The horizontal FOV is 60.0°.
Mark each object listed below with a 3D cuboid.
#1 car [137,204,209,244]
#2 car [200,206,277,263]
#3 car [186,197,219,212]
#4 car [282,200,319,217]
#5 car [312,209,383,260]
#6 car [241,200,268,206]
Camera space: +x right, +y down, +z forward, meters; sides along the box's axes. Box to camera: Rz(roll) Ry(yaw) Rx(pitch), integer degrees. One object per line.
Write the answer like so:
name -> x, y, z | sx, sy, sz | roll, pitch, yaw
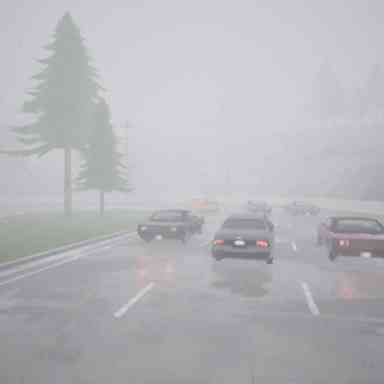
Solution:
car -> -0.735, 1.469, 15.260 | 1.895, 1.301, 4.718 | 0, 1, 14
car -> 1.956, 1.447, 11.718 | 2.033, 1.411, 5.357 | 0, 1, 14
car -> 0.879, 1.203, 32.058 | 1.882, 1.535, 5.008 | 1, 0, -21
car -> 8.962, 1.365, 27.957 | 1.895, 1.301, 4.718 | 0, 1, 1
car -> 5.566, 1.502, 11.718 | 1.895, 1.301, 4.718 | 0, 0, 14
car -> 5.433, 1.356, 28.853 | 1.895, 1.301, 4.718 | 0, 1, -1
